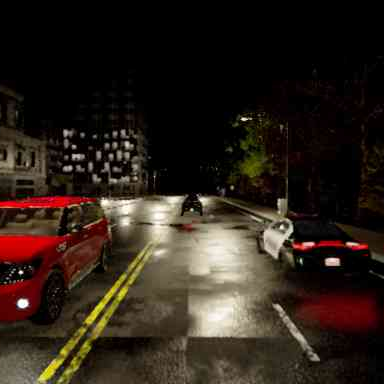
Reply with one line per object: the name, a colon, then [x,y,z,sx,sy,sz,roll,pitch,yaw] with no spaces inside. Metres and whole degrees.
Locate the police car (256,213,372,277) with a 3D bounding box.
police car: [3.249,1.419,10.094,2.038,1.542,4.974,0,0,0]

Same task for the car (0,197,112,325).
car: [-3.350,1.159,7.334,2.150,2.045,5.566,0,0,0]

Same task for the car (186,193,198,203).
car: [-0.003,0.951,55.813,1.882,1.535,5.008,0,1,0]

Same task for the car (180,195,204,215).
car: [-0.007,1.237,30.016,1.837,1.490,4.892,0,0,0]

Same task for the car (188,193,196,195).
car: [0.075,1.092,44.773,1.837,1.490,4.892,0,0,0]
